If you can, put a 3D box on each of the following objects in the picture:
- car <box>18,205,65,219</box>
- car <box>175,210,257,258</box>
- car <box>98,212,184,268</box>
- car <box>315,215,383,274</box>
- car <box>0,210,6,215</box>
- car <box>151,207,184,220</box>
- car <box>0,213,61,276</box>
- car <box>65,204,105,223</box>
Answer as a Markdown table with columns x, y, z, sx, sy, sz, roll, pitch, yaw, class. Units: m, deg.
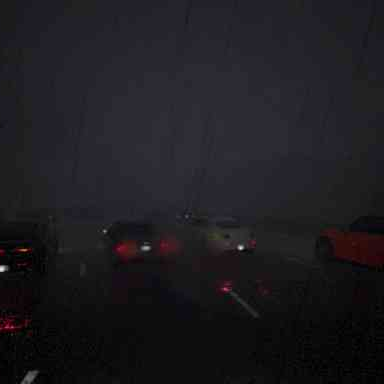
| x | y | z | sx | sy | sz | roll | pitch | yaw | class |
| --- | --- | --- | --- | --- | --- | --- | --- | --- | --- |
| -13.092 | 1.855 | 28.152 | 5.008 | 1.535 | 1.882 | -1 | -1 | 42 | car |
| 0.930 | 1.671 | 13.505 | 1.812 | 1.442 | 4.674 | 0 | 0 | -19 | car |
| -2.099 | 1.691 | 11.922 | 2.033 | 1.411 | 5.357 | 0 | -1 | -18 | car |
| 5.632 | 1.432 | 9.778 | 2.097 | 1.767 | 4.553 | 0 | -1 | -12 | car |
| -16.663 | 1.856 | 26.605 | 5.008 | 1.535 | 1.882 | -1 | -1 | 40 | car |
| -1.830 | 1.846 | 26.128 | 2.033 | 1.411 | 5.357 | 0 | -1 | -35 | car |
| -5.412 | 1.652 | 10.564 | 1.837 | 1.490 | 4.892 | 0 | 0 | -17 | car |
| -9.622 | 1.854 | 29.661 | 5.008 | 1.535 | 1.882 | -1 | -1 | 45 | car |
